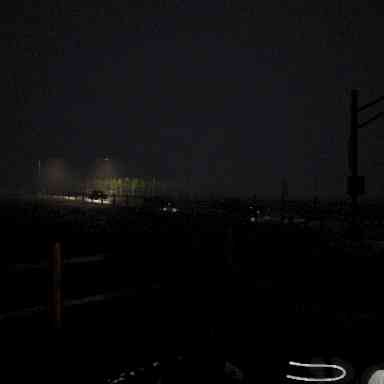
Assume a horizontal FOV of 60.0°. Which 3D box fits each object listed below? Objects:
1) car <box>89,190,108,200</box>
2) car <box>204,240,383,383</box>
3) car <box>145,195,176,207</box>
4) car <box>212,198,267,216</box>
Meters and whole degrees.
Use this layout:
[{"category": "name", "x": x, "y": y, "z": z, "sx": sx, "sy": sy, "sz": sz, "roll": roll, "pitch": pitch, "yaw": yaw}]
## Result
[{"category": "car", "x": -15.347, "y": 0.526, "z": 54.405, "sx": 1.837, "sy": 1.490, "sz": 4.892, "roll": 0, "pitch": 0, "yaw": -35}, {"category": "car", "x": 2.447, "y": 1.473, "z": 4.680, "sx": 5.008, "sy": 1.535, "sz": 1.882, "roll": 0, "pitch": 0, "yaw": -35}, {"category": "car", "x": -3.712, "y": 0.980, "z": 37.856, "sx": 1.895, "sy": 1.301, "sz": 4.718, "roll": 0, "pitch": 1, "yaw": -35}, {"category": "car", "x": 3.810, "y": 1.215, "z": 27.248, "sx": 1.895, "sy": 1.301, "sz": 4.718, "roll": 0, "pitch": 1, "yaw": -35}]
